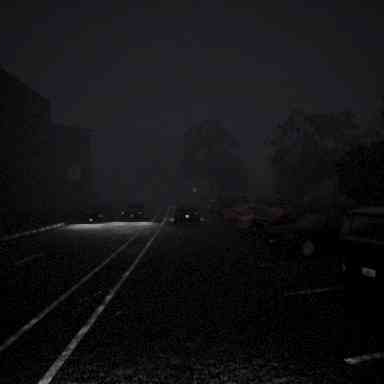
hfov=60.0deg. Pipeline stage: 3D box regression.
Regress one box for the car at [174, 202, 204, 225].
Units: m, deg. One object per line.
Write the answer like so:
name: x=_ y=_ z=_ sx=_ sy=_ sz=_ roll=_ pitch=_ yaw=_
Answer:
car: x=-0.402 y=1.695 z=25.571 sx=1.994 sy=1.385 sz=4.181 roll=0 pitch=0 yaw=-2

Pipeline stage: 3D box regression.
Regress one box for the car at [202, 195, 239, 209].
car: x=3.899 y=1.330 z=45.676 sx=4.553 sy=1.767 sz=2.185 roll=0 pitch=1 yaw=-24

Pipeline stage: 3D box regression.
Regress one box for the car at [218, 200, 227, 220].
car: x=4.874 y=1.610 z=24.873 sx=5.008 sy=1.535 sz=2.097 roll=1 pitch=-1 yaw=-22

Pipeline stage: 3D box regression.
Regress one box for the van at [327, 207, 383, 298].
van: x=5.393 y=1.294 z=7.098 sx=4.442 sy=1.987 sz=1.878 roll=1 pitch=-1 yaw=-21

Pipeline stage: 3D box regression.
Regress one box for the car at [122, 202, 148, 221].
car: x=-4.872 y=1.645 z=28.806 sx=1.837 sy=1.490 sz=4.892 roll=0 pitch=0 yaw=-2

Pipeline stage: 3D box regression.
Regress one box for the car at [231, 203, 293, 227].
car: x=5.232 y=1.579 z=19.002 sx=5.366 sy=1.575 sz=1.946 roll=1 pitch=-1 yaw=-22

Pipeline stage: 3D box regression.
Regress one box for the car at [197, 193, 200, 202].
car: x=3.655 y=1.146 z=48.609 sx=5.566 sy=2.045 sz=2.435 roll=0 pitch=1 yaw=-24

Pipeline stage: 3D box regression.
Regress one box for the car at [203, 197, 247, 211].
car: x=4.217 y=1.506 z=42.784 sx=5.366 sy=1.575 sz=1.946 roll=0 pitch=1 yaw=-24

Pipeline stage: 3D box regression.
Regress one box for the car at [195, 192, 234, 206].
car: x=3.501 y=1.087 z=51.607 sx=5.566 sy=2.045 sz=2.435 roll=0 pitch=1 yaw=-24

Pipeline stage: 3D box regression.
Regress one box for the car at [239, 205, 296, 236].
car: x=5.125 y=1.564 z=15.964 sx=5.008 sy=1.535 sz=2.097 roll=1 pitch=-1 yaw=-21

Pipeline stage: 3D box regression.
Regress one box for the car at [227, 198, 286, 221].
car: x=5.005 y=1.470 z=21.909 sx=4.553 sy=1.767 sz=2.185 roll=1 pitch=0 yaw=-22

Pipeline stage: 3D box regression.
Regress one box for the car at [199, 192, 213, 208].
car: x=4.197 y=1.300 z=39.710 sx=5.566 sy=2.045 sz=2.435 roll=0 pitch=1 yaw=-23

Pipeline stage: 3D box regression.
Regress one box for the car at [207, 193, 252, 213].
car: x=4.679 y=1.366 z=30.830 sx=5.566 sy=2.045 sz=2.435 roll=1 pitch=0 yaw=-23

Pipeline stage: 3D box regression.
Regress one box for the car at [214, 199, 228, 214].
car: x=4.779 y=1.620 z=27.841 sx=4.892 sy=1.521 sz=2.231 roll=1 pitch=0 yaw=-22

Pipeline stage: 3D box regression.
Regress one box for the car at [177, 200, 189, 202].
car: x=-1.161 y=1.633 z=41.839 sx=1.895 sy=1.301 sz=4.718 roll=0 pitch=1 yaw=-3

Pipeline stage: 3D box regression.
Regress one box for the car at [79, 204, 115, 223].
car: x=-7.612 y=1.690 z=27.378 sx=2.033 sy=1.411 sz=5.357 roll=0 pitch=0 yaw=-2

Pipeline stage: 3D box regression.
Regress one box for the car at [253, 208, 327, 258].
car: x=5.202 y=1.548 z=12.987 sx=5.008 sy=1.535 sz=2.097 roll=1 pitch=0 yaw=-21

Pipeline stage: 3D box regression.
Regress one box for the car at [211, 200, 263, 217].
car: x=4.544 y=1.635 z=33.803 sx=4.792 sy=1.488 sz=2.163 roll=1 pitch=0 yaw=-23
